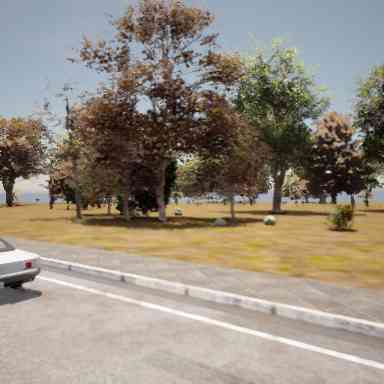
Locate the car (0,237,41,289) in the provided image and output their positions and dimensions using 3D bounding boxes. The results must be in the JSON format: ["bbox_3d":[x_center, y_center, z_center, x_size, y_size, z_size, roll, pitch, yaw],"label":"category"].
[{"bbox_3d":[-5.741,1.601,7.889,4.718,1.301,1.895,0,0,34],"label":"car"}]
